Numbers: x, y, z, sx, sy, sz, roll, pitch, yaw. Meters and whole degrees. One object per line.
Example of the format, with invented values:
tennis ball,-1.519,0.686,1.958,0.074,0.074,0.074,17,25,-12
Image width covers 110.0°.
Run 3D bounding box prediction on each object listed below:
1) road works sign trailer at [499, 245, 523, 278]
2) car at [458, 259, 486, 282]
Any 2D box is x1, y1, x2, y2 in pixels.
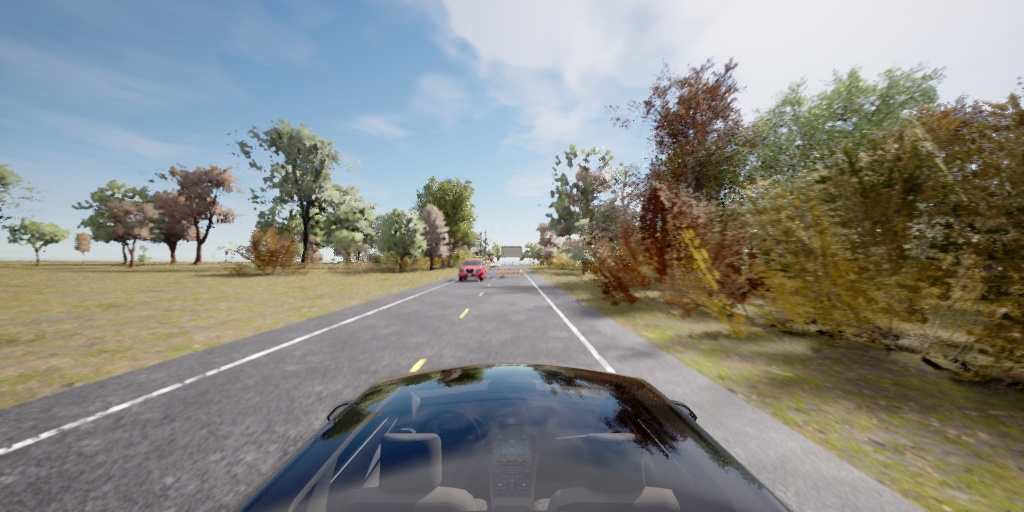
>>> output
road works sign trailer,0.019,0.574,39.953,2.380,3.560,2.880,0,0,0
car,-3.580,1.264,33.132,2.150,2.045,5.566,0,-1,0
